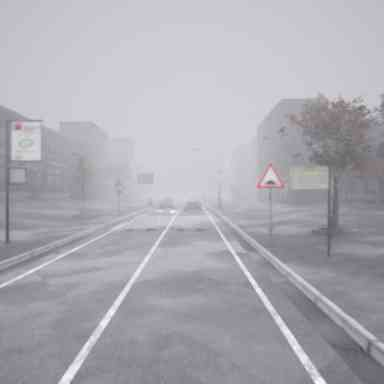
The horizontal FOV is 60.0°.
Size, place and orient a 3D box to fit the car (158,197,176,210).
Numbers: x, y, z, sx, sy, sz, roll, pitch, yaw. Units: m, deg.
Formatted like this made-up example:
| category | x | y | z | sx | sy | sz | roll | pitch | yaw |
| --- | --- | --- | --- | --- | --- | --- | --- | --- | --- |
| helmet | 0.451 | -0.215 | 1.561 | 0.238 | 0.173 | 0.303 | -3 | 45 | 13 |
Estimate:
| category | x | y | z | sx | sy | sz | roll | pitch | yaw |
| --- | --- | --- | --- | --- | --- | --- | --- | --- | --- |
| car | -3.057 | 1.420 | 41.139 | 1.837 | 1.490 | 4.892 | 0 | -1 | 0 |

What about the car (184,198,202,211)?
| category | x | y | z | sx | sy | sz | roll | pitch | yaw |
| --- | --- | --- | --- | --- | --- | --- | --- | --- | --- |
| car | 0.126 | 1.418 | 37.709 | 1.812 | 1.442 | 4.674 | 0 | 0 | 0 |
